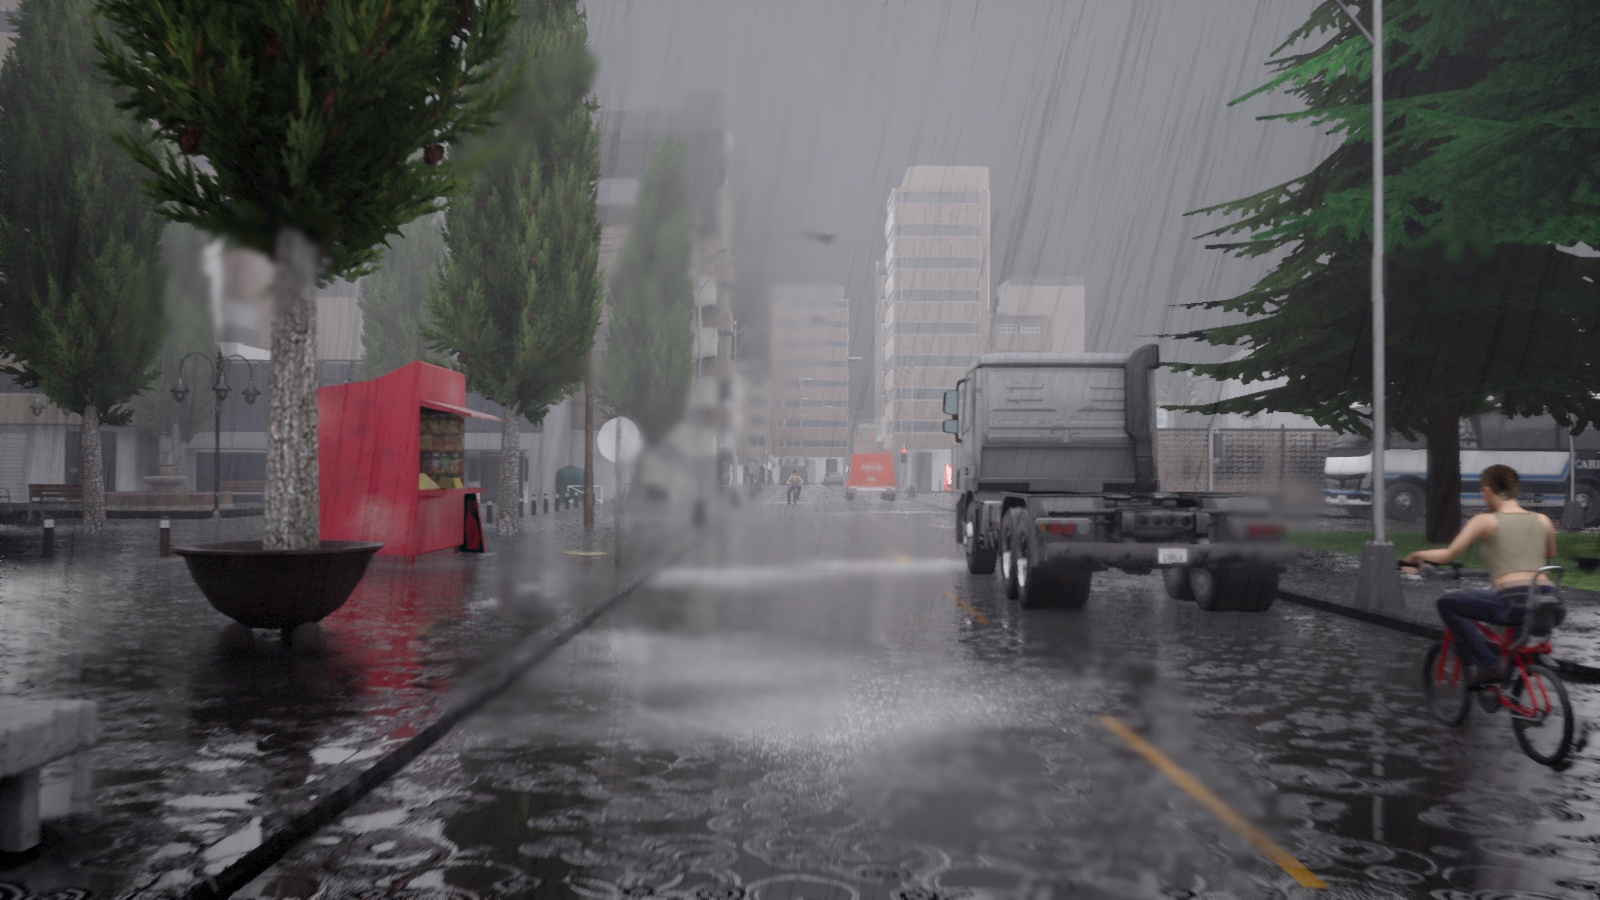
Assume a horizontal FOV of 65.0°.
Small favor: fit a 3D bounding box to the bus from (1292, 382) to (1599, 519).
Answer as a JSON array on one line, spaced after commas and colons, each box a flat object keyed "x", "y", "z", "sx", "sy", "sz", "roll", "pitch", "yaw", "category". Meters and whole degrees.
[{"x": 22.113, "y": 0.042, "z": 41.359, "sx": 10.273, "sy": 4.253, "sz": 3.944, "roll": 0, "pitch": -1, "yaw": -1, "category": "bus"}]

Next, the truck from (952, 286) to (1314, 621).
[{"x": 3.920, "y": 0.101, "z": 16.960, "sx": 2.891, "sy": 3.462, "sz": 7.936, "roll": 0, "pitch": -1, "yaw": 1, "category": "truck"}]

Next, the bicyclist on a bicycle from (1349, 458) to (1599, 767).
[{"x": 3.980, "y": 0.858, "z": 7.337, "sx": 0.866, "sy": 1.612, "sz": 1.509, "roll": 0, "pitch": -1, "yaw": 0, "category": "bicyclist on a bicycle"}]

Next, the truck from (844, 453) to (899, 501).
[{"x": 3.752, "y": 1.428, "z": 66.631, "sx": 2.627, "sy": 2.467, "sz": 5.204, "roll": 0, "pitch": -1, "yaw": 0, "category": "truck"}]
